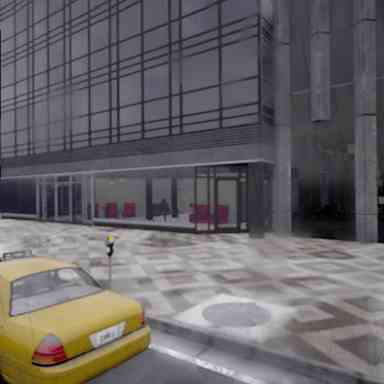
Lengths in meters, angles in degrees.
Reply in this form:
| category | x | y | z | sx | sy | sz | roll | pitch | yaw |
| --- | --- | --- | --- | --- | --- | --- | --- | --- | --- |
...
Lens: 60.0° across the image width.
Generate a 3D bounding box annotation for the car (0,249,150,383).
| category | x | y | z | sx | sy | sz | roll | pitch | yaw |
| --- | --- | --- | --- | --- | --- | --- | --- | --- | --- |
| car | -2.790 | 1.562 | 5.079 | 4.829 | 1.417 | 1.752 | 0 | -1 | 37 |
